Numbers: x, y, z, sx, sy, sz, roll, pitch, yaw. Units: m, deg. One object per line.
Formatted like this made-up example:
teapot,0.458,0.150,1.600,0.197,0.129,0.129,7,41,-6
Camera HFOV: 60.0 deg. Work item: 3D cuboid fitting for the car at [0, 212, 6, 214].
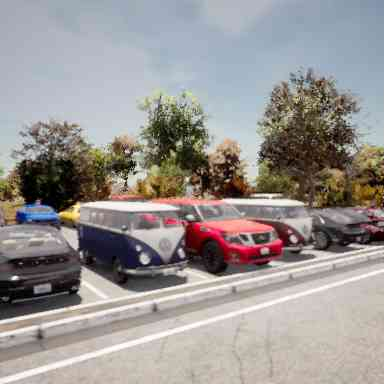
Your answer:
car,-11.730,1.550,18.756,2.163,1.488,4.792,0,0,-35

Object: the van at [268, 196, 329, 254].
van,2.612,1.286,12.796,1.878,1.987,4.442,0,0,-35

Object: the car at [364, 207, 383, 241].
car,7.200,1.535,16.164,2.163,1.488,4.792,0,0,-35

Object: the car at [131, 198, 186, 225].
car,-2.649,1.382,25.208,2.185,1.767,4.553,0,0,-35

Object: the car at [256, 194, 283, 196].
car,6.396,1.243,31.711,2.435,2.045,5.566,0,0,-35

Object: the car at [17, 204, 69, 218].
car,-9.479,1.517,20.399,2.097,1.535,5.008,0,0,-35

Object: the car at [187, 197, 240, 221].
car,1.753,1.376,28.414,2.185,1.767,4.553,0,0,-35

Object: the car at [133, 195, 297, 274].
car,0.394,1.264,11.327,2.435,2.045,5.566,0,0,-35

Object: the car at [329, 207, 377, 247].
car,4.918,1.510,14.570,2.231,1.521,4.892,0,0,-35

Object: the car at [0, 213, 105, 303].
car,-4.156,1.522,8.120,2.231,1.521,4.892,0,0,-35

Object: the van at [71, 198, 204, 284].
van,-1.824,1.293,9.643,1.878,1.987,4.442,0,0,-35

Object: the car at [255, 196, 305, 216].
car,8.702,1.365,33.276,2.185,1.767,4.553,0,0,-35

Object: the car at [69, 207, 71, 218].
car,-7.416,1.511,22.086,1.946,1.575,5.366,0,0,-35

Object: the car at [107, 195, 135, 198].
car,-5.055,1.260,23.571,2.435,2.045,5.566,0,0,-35
